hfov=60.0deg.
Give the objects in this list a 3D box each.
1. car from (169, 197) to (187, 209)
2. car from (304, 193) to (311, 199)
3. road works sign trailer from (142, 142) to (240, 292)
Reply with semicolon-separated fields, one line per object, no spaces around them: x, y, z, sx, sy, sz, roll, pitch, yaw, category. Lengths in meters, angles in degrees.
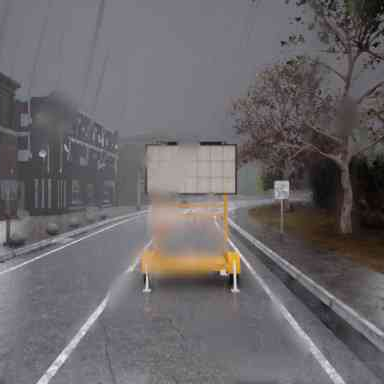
-1.800;1.495;44.486;2.128;1.511;4.902;0;0;8;car
28.438;0.788;78.319;4.902;1.511;2.128;-2;0;-28;car
-0.019;0.467;8.909;2.380;3.560;2.880;0;0;0;road works sign trailer
